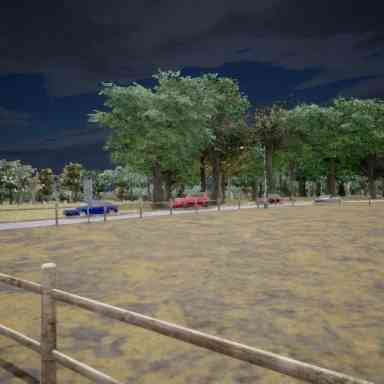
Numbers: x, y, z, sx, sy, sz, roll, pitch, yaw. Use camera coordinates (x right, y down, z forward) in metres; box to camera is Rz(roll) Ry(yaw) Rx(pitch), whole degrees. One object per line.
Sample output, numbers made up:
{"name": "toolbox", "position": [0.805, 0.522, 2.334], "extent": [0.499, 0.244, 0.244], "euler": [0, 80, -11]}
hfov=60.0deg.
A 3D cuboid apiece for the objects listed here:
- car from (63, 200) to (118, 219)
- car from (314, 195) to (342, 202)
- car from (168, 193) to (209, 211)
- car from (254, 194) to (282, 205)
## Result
{"name": "car", "position": [-8.864, 1.459, 29.221], "extent": [1.882, 1.535, 5.008], "euler": [-2, -1, 37]}
{"name": "car", "position": [22.267, 1.146, 54.342], "extent": [4.718, 1.301, 1.895], "euler": [-1, -2, -30]}
{"name": "car", "position": [-0.320, 1.119, 39.729], "extent": [2.150, 2.045, 5.566], "euler": [-2, -1, 43]}
{"name": "car", "position": [11.582, 1.105, 50.682], "extent": [4.553, 1.767, 2.097], "euler": [-1, -1, -38]}
